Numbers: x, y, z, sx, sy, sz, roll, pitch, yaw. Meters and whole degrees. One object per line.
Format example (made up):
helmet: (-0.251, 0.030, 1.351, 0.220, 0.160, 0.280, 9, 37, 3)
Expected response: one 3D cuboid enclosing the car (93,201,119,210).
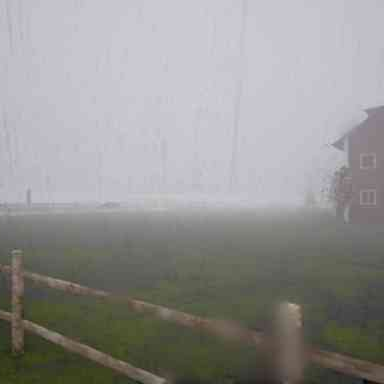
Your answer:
car: (-14.572, 2.255, 56.666, 1.812, 1.442, 4.674, 0, -1, 36)
